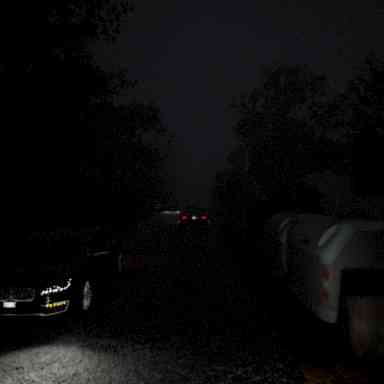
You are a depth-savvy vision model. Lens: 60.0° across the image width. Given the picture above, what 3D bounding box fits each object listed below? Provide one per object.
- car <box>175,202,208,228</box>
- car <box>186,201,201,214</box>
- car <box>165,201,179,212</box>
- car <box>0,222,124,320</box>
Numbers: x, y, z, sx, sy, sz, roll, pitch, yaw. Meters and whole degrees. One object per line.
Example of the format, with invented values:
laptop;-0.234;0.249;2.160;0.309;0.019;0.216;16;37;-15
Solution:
car;0.137;1.667;23.103;2.033;1.411;5.357;0;-1;0
car;0.246;1.967;43.015;1.812;1.442;4.674;0;-1;0
car;-2.671;2.058;48.080;1.837;1.490;4.892;0;-1;1
car;-2.843;1.515;7.625;1.837;1.490;4.892;0;0;0
